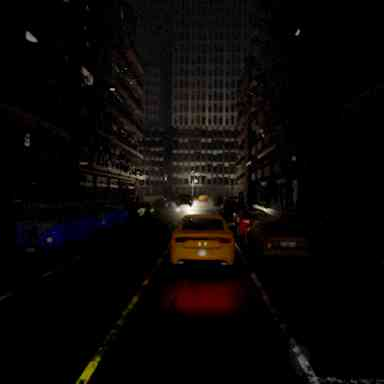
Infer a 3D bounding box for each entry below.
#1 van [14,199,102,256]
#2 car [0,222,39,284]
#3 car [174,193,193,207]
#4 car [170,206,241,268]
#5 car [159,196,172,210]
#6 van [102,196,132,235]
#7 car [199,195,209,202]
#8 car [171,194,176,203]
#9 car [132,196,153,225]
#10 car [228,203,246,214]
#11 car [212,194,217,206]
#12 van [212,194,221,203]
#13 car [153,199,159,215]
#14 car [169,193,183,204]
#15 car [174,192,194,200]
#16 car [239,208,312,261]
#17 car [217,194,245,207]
[{"bbox_3d":[-4.906,1.267,12.399,1.690,1.788,3.998,1,0,2],"label":"van"},{"bbox_3d":[-5.116,1.517,6.763,1.802,1.307,4.206,1,0,2],"label":"car"},{"bbox_3d":[-1.016,1.216,48.684,2.150,2.045,5.566,1,0,2],"label":"car"},{"bbox_3d":[0.365,1.469,11.260,1.882,1.535,5.008,1,0,2],"label":"car"},{"bbox_3d":[-3.878,1.469,40.582,1.802,1.307,4.206,1,0,2],"label":"car"},{"bbox_3d":[-4.700,1.259,18.035,1.690,1.788,3.998,1,0,2],"label":"van"},{"bbox_3d":[2.665,1.383,75.173,1.882,1.535,5.008,1,0,-2],"label":"car"},{"bbox_3d":[-3.677,1.406,46.049,1.752,1.417,4.829,1,0,2],"label":"car"},{"bbox_3d":[-4.493,1.225,23.672,2.192,1.841,5.009,1,0,2],"label":"car"},{"bbox_3d":[3.171,1.545,17.748,1.887,1.381,4.507,1,0,2],"label":"car"},{"bbox_3d":[4.416,1.483,51.737,1.752,1.417,4.829,1,0,2],"label":"car"},{"bbox_3d":[5.032,1.284,68.477,1.690,1.788,3.998,1,0,2],"label":"van"},{"bbox_3d":[-4.291,1.484,29.310,1.802,1.307,4.206,1,0,2],"label":"car"},{"bbox_3d":[-3.048,1.180,63.129,2.192,1.841,5.009,1,0,2],"label":"car"},{"bbox_3d":[-2.070,0.970,84.146,4.553,1.767,2.097,1,0,32],"label":"car"},{"bbox_3d":[2.972,1.534,12.282,1.752,1.417,4.829,1,0,2],"label":"car"},{"bbox_3d":[3.588,1.299,29.021,2.192,1.841,5.009,1,0,2],"label":"car"}]
